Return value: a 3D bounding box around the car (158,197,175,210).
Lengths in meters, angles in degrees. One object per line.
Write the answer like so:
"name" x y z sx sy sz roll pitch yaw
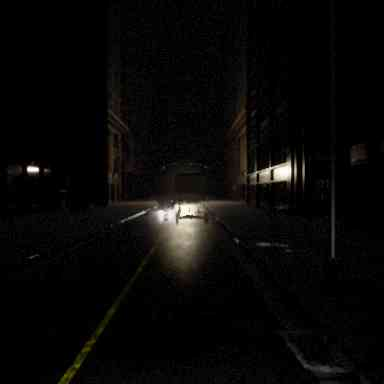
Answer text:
"car" -3.104 1.434 41.560 2.128 1.511 4.902 0 0 0

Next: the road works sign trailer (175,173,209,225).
"road works sign trailer" -0.008 0.426 23.691 2.380 3.560 2.880 0 0 0
